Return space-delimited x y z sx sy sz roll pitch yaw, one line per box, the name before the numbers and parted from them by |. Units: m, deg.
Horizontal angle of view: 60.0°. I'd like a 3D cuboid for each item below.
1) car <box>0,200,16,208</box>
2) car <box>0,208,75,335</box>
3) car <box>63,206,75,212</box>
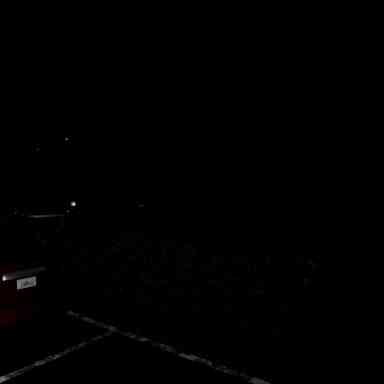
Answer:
car | -18.271 1.502 29.784 2.097 1.767 4.553 -1 -1 37
car | -4.171 1.316 5.927 5.009 1.841 2.192 0 -1 36
car | -12.196 1.837 37.970 1.895 1.301 4.718 -1 -1 36
